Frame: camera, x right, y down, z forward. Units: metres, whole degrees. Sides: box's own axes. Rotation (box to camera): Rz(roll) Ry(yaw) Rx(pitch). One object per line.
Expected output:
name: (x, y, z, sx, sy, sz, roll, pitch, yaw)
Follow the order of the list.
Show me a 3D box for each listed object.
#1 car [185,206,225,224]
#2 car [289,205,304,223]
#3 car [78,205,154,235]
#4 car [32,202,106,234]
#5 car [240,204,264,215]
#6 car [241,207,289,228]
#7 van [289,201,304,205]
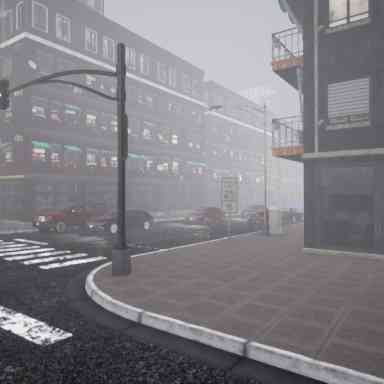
car: (1.322, 2.019, 29.782, 1.812, 1.442, 4.674, 0, -1, 35)
car: (9.057, 2.120, 30.803, 2.008, 1.369, 4.403, -2, -2, 35)
car: (-4.533, 1.813, 21.479, 1.837, 1.490, 4.892, 0, -1, 35)
car: (-7.619, 1.603, 21.620, 2.192, 1.841, 5.009, -1, -2, 35)
car: (7.297, 2.188, 38.259, 1.837, 1.490, 4.892, 0, -1, 36)
car: (5.786, 2.047, 26.153, 1.802, 1.307, 4.206, -2, -2, 35)
van: (18.554, 2.463, 58.802, 1.690, 1.788, 3.998, -2, -2, 35)
